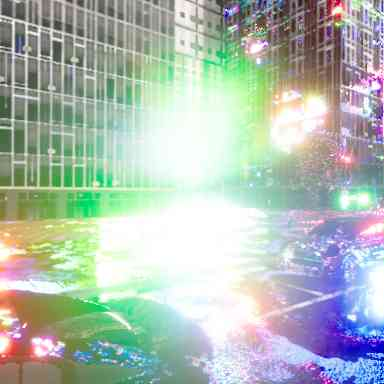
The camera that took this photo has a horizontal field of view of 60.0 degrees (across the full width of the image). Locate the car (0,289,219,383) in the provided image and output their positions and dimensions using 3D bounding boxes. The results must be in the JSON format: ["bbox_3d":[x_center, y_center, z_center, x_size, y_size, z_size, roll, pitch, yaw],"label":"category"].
[{"bbox_3d":[-2.124,1.475,1.854,5.008,1.535,1.882,1,0,-35],"label":"car"}]

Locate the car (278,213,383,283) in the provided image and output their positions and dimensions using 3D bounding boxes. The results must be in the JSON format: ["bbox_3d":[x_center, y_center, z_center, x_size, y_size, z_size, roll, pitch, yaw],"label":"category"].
[{"bbox_3d":[4.387,1.470,9.695,4.097,1.590,1.967,0,0,-36],"label":"car"}]
